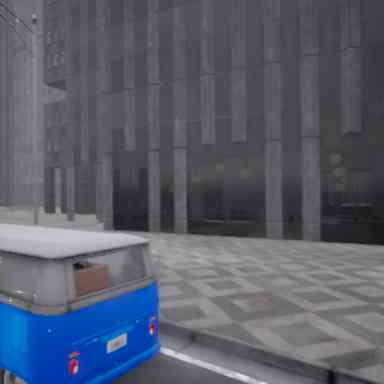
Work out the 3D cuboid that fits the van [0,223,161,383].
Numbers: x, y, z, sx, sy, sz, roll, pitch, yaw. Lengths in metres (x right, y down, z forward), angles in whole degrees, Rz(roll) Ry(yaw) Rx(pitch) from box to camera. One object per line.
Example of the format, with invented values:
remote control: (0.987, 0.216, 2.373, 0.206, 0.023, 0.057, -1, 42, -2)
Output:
van: (-2.303, 1.384, 4.610, 3.998, 1.788, 1.690, -1, -1, 36)
